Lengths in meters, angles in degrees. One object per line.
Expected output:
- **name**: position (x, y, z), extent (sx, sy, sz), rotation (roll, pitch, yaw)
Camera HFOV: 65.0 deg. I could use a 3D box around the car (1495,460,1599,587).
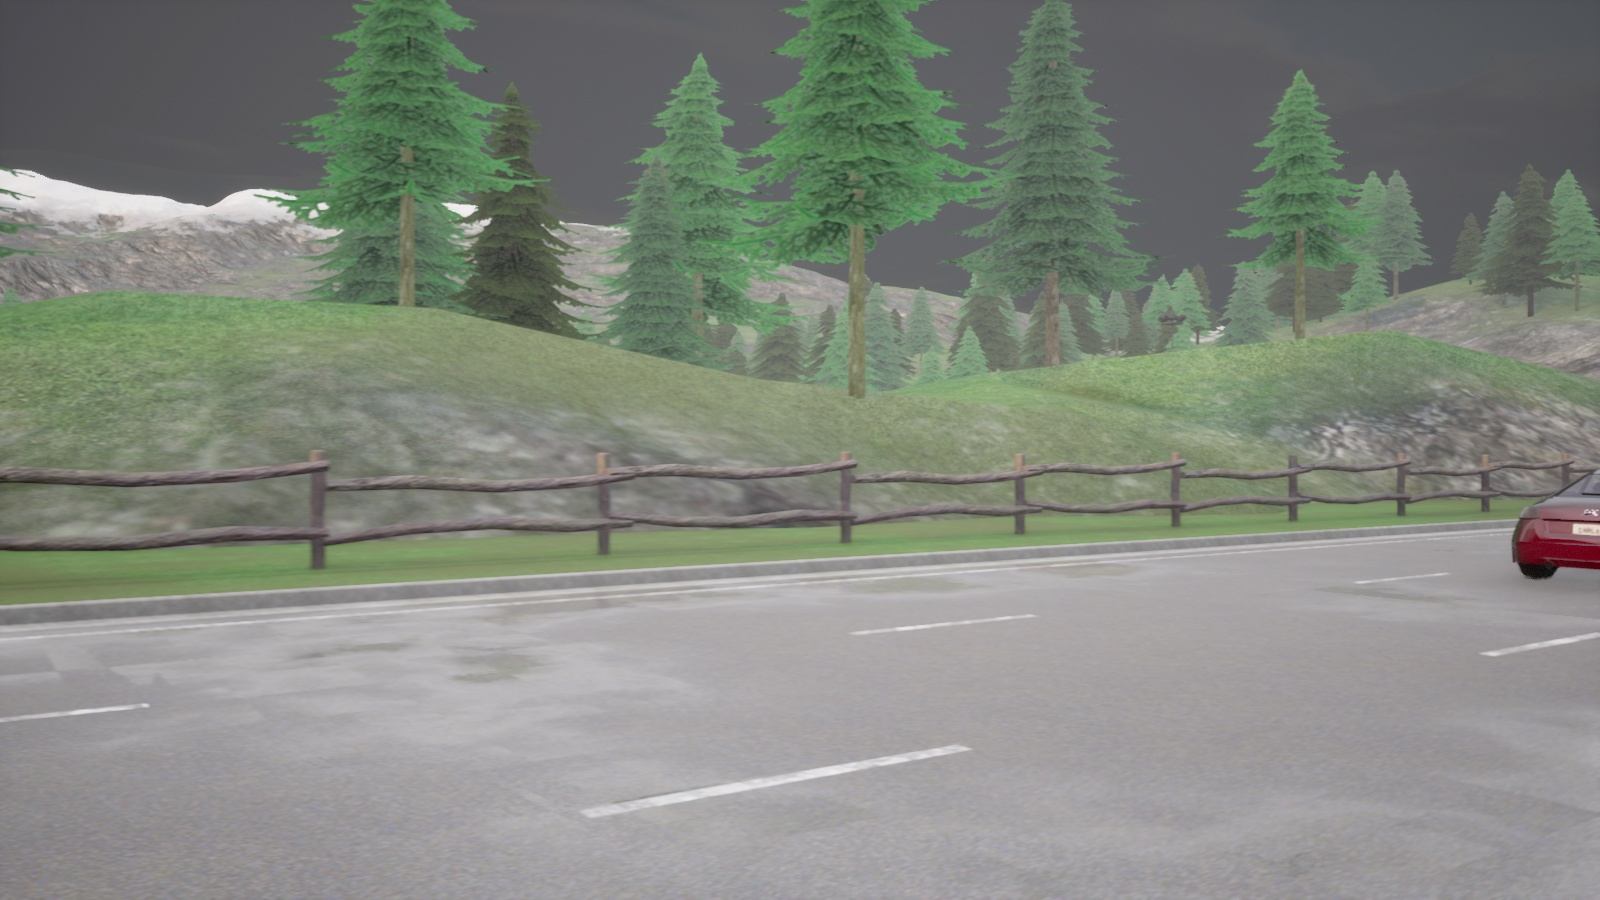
- **car**: position (10.524, 0.824, 15.249), extent (4.181, 1.385, 1.994), rotation (0, 0, -35)
